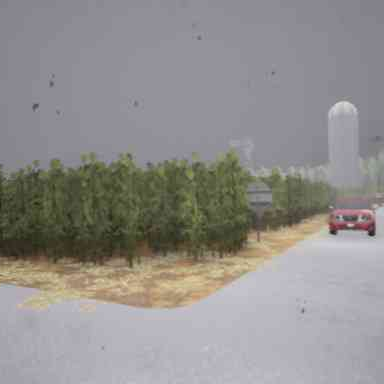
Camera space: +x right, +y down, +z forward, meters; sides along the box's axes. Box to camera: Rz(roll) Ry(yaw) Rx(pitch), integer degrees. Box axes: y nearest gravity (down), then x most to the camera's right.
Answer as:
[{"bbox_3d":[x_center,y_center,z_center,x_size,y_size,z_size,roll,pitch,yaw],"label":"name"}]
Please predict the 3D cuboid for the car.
[{"bbox_3d":[9.283,1.330,19.114,2.150,2.045,5.566,-2,-1,29],"label":"car"}]
